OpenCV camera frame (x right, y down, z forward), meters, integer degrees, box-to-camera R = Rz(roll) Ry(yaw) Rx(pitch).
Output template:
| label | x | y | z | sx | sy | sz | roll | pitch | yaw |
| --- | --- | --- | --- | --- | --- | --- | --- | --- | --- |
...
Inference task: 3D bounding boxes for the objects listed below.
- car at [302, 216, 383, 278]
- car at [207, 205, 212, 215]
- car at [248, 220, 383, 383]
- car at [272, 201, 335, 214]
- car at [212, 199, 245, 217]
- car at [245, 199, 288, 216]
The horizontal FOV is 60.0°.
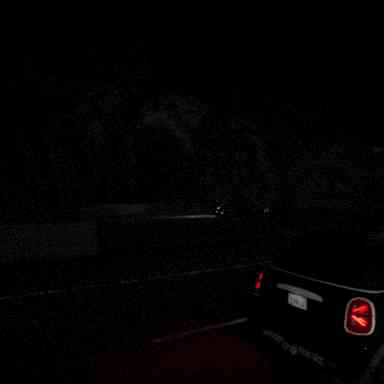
| label | x | y | z | sx | sy | sz | roll | pitch | yaw |
| --- | --- | --- | --- | --- | --- | --- | --- | --- | --- |
| car | 5.826 | 1.621 | 10.882 | 4.181 | 1.385 | 1.994 | 0 | 0 | -31 |
| car | 3.793 | 1.525 | 34.545 | 4.553 | 1.767 | 2.097 | 0 | 0 | -32 |
| car | 3.144 | 1.380 | 5.200 | 4.553 | 1.767 | 2.097 | 0 | 0 | -30 |
| car | 8.813 | 1.620 | 25.299 | 4.902 | 1.511 | 2.128 | 0 | 0 | -32 |
| car | 4.758 | 1.647 | 31.019 | 4.902 | 1.511 | 2.128 | 0 | 0 | -32 |
| car | 7.159 | 1.496 | 28.393 | 4.553 | 1.767 | 2.097 | 0 | 0 | -32 |
